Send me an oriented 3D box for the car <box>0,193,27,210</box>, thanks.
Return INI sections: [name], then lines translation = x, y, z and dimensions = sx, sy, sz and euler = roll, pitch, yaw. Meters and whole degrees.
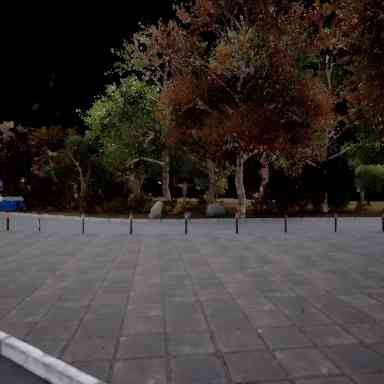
[car]
translation = -20.975, 1.248, 37.521
dimensions = 2.185, 1.767, 4.553
euler = 1, 1, 34
